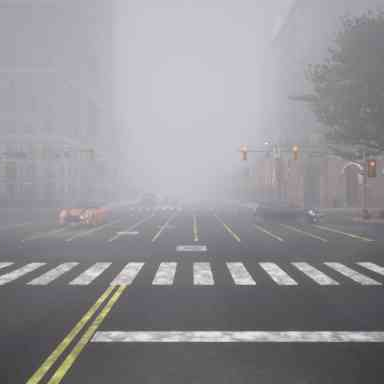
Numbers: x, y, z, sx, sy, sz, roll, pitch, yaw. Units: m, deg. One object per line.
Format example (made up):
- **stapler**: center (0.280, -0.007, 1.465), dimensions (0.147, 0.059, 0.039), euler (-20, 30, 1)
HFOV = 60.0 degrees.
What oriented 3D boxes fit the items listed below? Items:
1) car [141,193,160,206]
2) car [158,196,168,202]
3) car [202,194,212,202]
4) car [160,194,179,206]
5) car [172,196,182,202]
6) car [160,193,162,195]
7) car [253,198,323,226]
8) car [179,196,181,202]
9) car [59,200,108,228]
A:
- **car**: center (-7.186, 1.221, 55.736), dimensions (2.150, 2.045, 5.566), euler (0, 0, 0)
- **car**: center (-6.954, 1.594, 79.105), dimensions (1.895, 1.301, 4.718), euler (0, 0, 0)
- **car**: center (3.540, 1.355, 78.288), dimensions (2.097, 1.767, 4.553), euler (0, 0, 0)
- **car**: center (-3.683, 1.491, 55.465), dimensions (2.128, 1.511, 4.902), euler (0, 0, 0)
- **car**: center (-3.465, 1.594, 77.826), dimensions (1.895, 1.301, 4.718), euler (0, 0, 0)
- **car**: center (-7.050, 1.223, 68.544), dimensions (2.150, 2.045, 5.566), euler (0, 0, 1)
- **car**: center (6.643, 1.352, 23.231), dimensions (4.553, 1.767, 2.097), euler (0, 0, 34)
- **car**: center (-3.572, 1.548, 67.587), dimensions (2.033, 1.411, 5.357), euler (0, 0, 1)
- **car**: center (-7.137, 1.352, 22.276), dimensions (2.097, 1.767, 4.553), euler (0, 0, 0)
